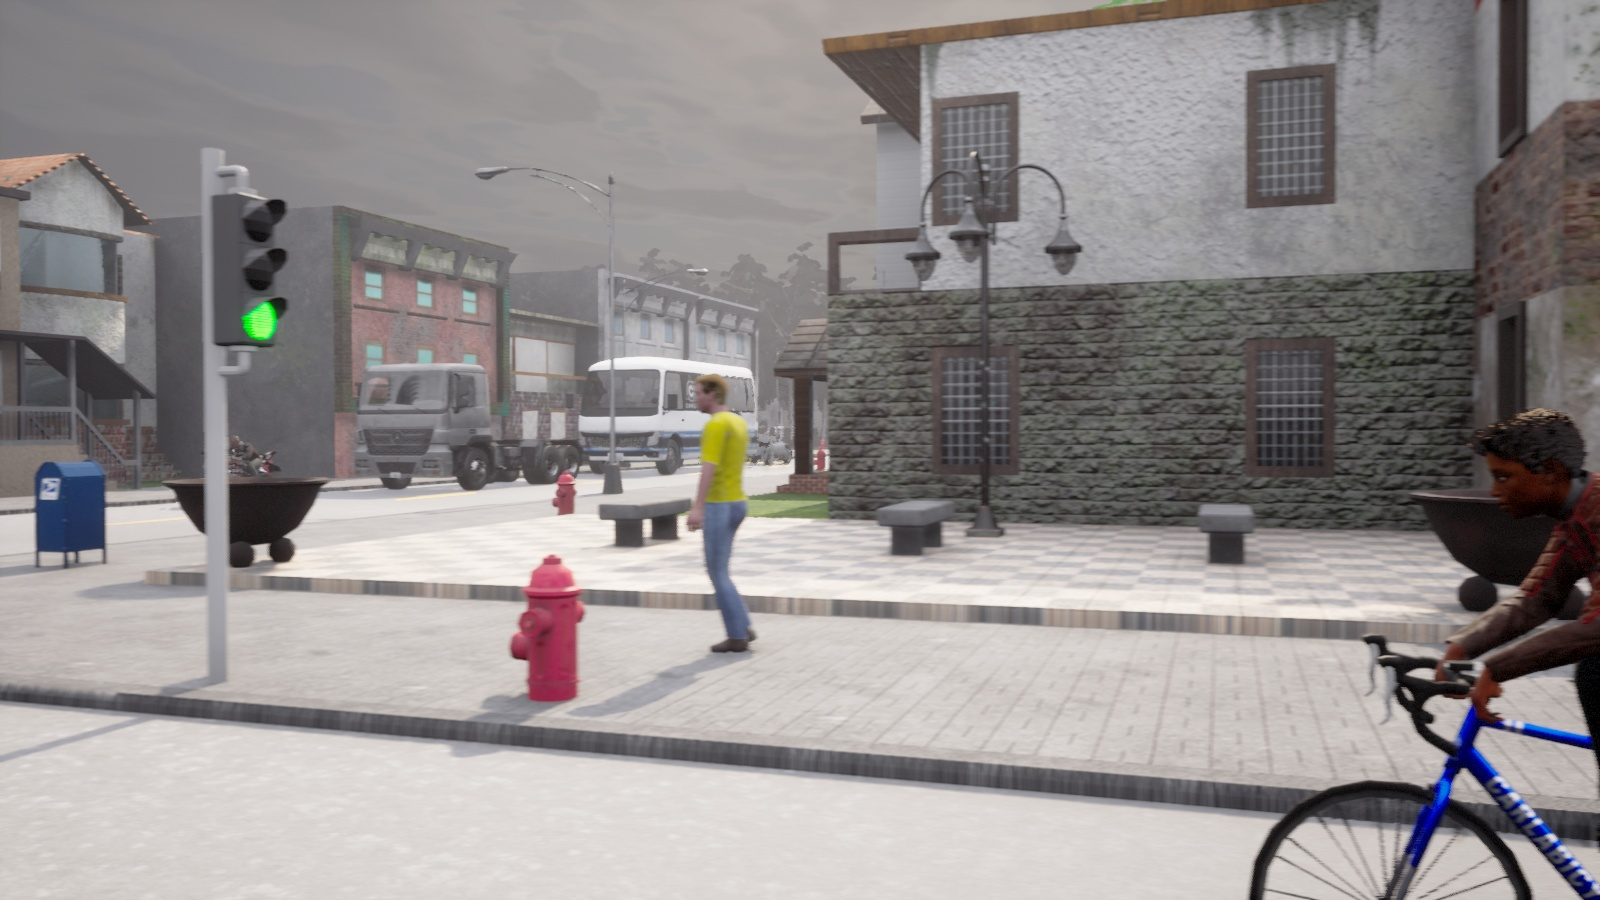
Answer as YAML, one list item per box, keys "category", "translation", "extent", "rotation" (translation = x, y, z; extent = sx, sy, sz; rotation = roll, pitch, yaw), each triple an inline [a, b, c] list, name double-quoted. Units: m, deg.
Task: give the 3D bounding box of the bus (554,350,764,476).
- category: "bus"
  translation: [-5.013, -1.338, 47.729]
  extent: [3.944, 4.253, 10.273]
  rotation: [1, 1, 19]

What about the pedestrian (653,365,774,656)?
- category: "pedestrian"
  translation: [-0.563, 0.379, 8.192]
  extent: [0.706, 1.836, 0.354]
  rotation: [0, 1, 16]

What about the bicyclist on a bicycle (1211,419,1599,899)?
- category: "bicyclist on a bicycle"
  translation: [1.885, 0.737, 3.085]
  extent: [1.656, 1.620, 0.582]
  rotation: [0, 1, 19]

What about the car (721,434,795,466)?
- category: "car"
  translation: [-1.872, -0.035, 57.079]
  extent: [1.994, 1.385, 4.181]
  rotation: [1, 1, 19]

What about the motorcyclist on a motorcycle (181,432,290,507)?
- category: "motorcyclist on a motorcycle"
  translation: [-12.053, 0.381, 26.884]
  extent: [0.866, 1.530, 2.191]
  rotation: [1, 1, 18]

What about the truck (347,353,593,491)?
- category: "truck"
  translation: [-9.061, -0.766, 35.725]
  extent: [2.891, 3.462, 7.936]
  rotation: [1, 1, 19]
